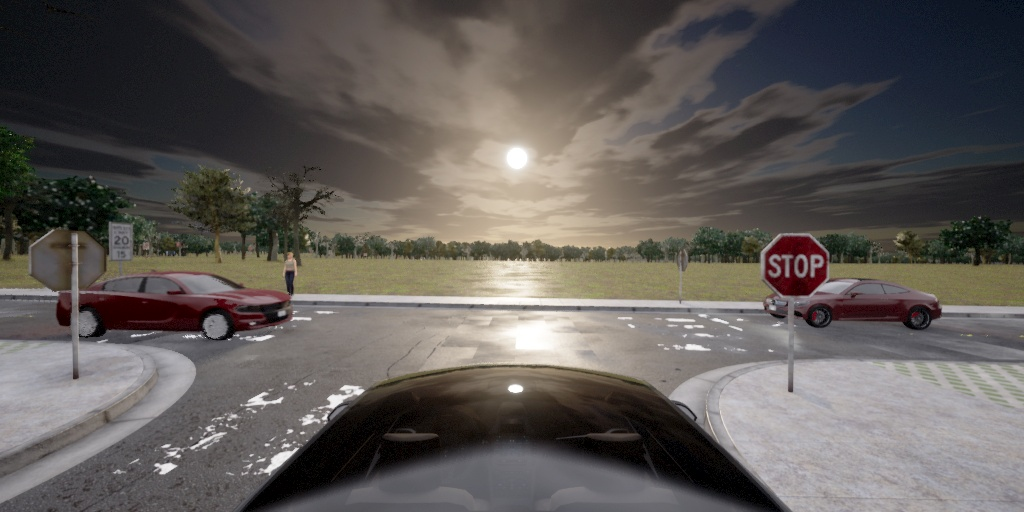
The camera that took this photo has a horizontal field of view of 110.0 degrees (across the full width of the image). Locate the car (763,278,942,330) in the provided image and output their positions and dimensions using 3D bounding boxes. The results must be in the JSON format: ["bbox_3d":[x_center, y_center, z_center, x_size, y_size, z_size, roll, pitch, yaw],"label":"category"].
[{"bbox_3d":[10.660,1.432,11.394,4.674,1.442,1.812,1,0,2],"label":"car"}]

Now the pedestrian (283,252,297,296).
[{"bbox_3d":[-9.240,0.750,14.921,0.375,1.860,0.375,0,-1,2],"label":"pedestrian"}]

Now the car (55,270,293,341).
[{"bbox_3d":[-8.237,1.129,9.023,5.008,1.535,1.882,1,0,2],"label":"car"}]
